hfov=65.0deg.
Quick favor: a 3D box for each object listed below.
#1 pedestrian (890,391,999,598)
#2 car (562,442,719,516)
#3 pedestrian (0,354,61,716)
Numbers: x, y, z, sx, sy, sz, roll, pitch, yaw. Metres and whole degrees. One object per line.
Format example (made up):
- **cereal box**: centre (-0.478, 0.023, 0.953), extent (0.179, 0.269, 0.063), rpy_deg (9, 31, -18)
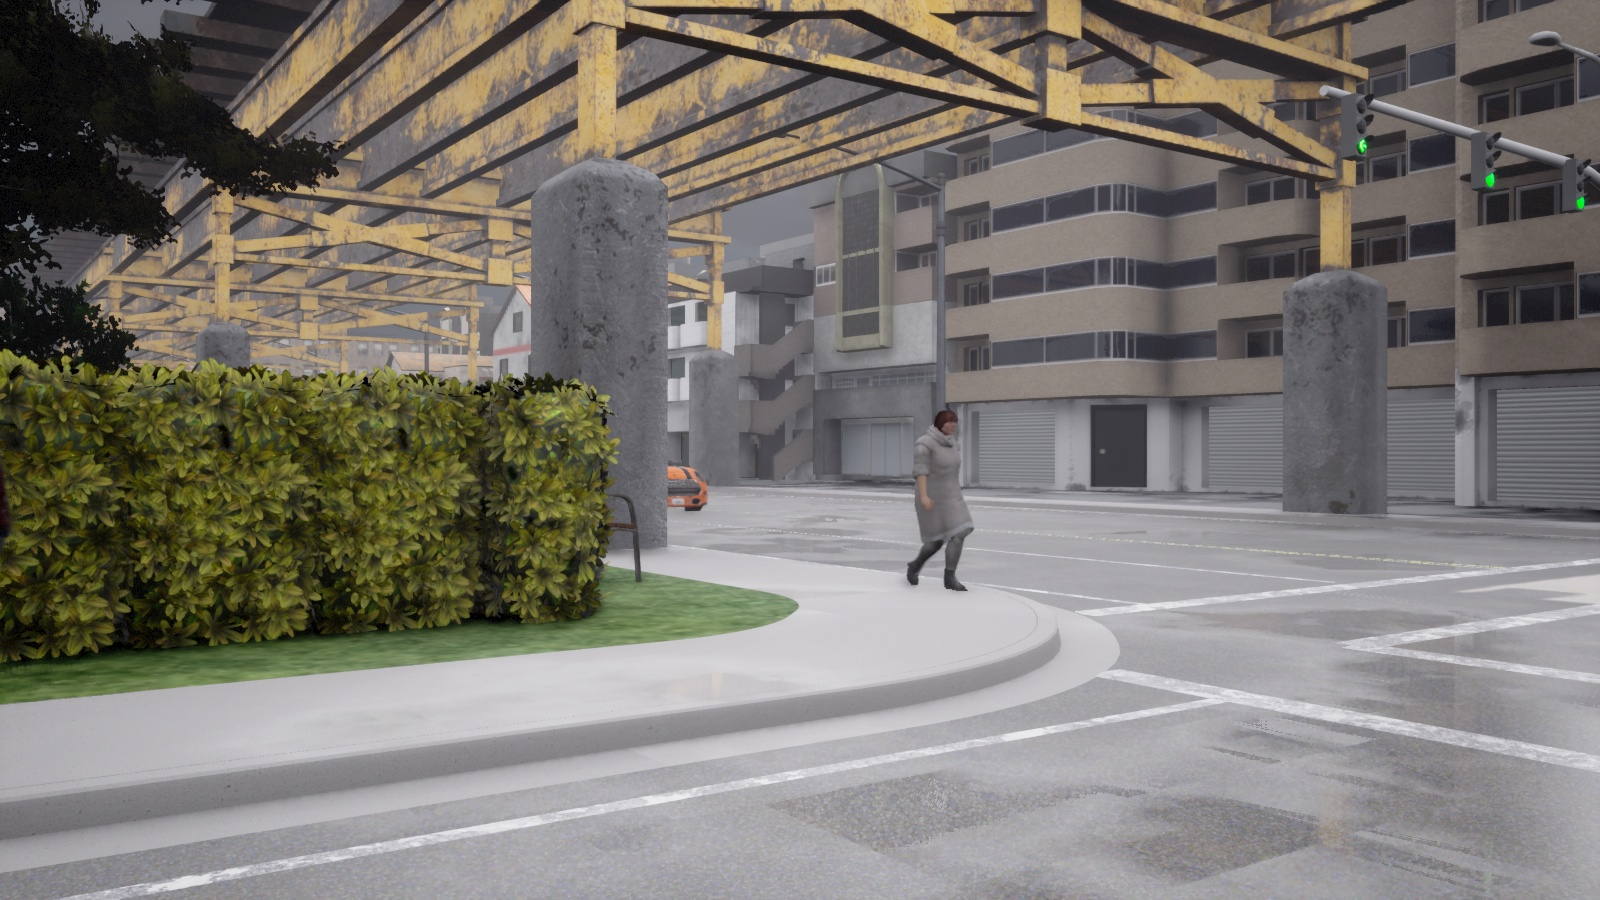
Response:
- **pedestrian**: centre (1.418, 0.424, 12.406), extent (0.659, 1.952, 0.873), rpy_deg (0, 0, -34)
- **car**: centre (-4.169, 0.691, 32.204), extent (2.097, 1.767, 4.553), rpy_deg (0, 0, -35)
- **pedestrian**: centre (-4.420, 0.435, 6.508), extent (0.899, 1.844, 0.634), rpy_deg (0, 0, -44)
